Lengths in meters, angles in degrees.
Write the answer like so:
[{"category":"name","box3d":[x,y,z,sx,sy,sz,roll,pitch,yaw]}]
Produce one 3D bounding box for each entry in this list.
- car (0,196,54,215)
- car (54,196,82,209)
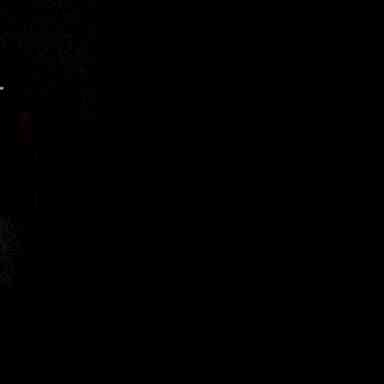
[{"category":"car","box3d":[-14.680,1.180,28.384,1.895,1.301,4.718,-1,0,35]},{"category":"car","box3d":[-14.158,1.099,34.811,2.033,1.411,5.357,-1,0,35]}]
